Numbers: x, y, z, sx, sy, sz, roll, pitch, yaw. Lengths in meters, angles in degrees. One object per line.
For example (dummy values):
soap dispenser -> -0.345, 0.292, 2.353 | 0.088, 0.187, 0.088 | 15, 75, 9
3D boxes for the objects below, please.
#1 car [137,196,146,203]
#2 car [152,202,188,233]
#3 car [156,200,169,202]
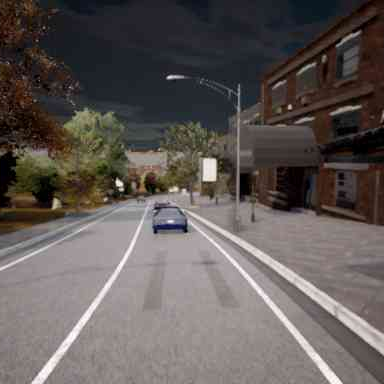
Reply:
car -> -10.630, 1.525, 70.039 | 1.837, 1.490, 4.892 | -1, 0, -6
car -> -1.353, 1.540, 19.797 | 1.994, 1.385, 4.181 | -1, 0, -6
car -> -3.537, 1.581, 39.444 | 1.895, 1.301, 4.718 | -1, 0, -6
